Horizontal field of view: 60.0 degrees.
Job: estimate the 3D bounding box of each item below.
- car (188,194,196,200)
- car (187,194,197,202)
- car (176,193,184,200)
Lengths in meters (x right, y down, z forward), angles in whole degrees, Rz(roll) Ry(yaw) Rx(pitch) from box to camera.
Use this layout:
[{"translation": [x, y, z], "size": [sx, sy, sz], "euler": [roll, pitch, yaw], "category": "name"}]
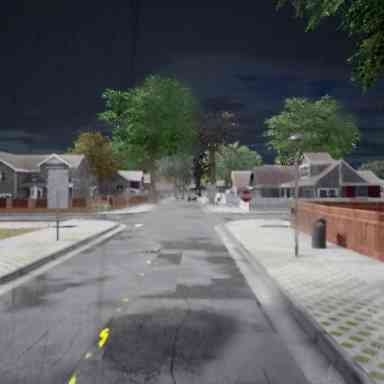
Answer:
[{"translation": [0.016, 1.240, 82.556], "size": [1.812, 1.442, 4.674], "euler": [0, 0, 0], "category": "car"}, {"translation": [0.014, 1.228, 72.524], "size": [2.097, 1.767, 4.553], "euler": [0, 0, 0], "category": "car"}, {"translation": [-2.735, 1.015, 76.308], "size": [2.128, 1.511, 4.902], "euler": [0, 0, 0], "category": "car"}]
